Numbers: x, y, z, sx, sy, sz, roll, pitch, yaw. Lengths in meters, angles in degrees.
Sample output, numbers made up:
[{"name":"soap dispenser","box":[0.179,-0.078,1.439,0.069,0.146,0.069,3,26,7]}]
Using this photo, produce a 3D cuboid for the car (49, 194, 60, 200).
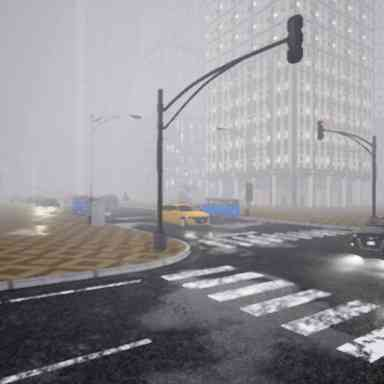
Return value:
[{"name":"car","box":[-34.933,1.308,84.286,1.752,1.417,4.829,1,0,-34]}]

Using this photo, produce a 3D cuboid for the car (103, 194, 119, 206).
[{"name":"car","box":[-13.137,1.280,52.010,2.192,1.841,5.009,1,0,-34]}]

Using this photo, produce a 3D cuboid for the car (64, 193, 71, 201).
[{"name":"car","box":[-25.536,1.176,70.374,2.192,1.841,5.009,1,0,-34]}]

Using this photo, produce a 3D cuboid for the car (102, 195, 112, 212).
[{"name":"car","box":[-11.436,1.497,39.148,1.837,1.490,4.892,0,0,-34]}]

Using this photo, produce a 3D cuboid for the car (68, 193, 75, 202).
[{"name":"car","box":[-22.439,1.453,65.783,1.947,1.339,4.313,1,0,-34]}]

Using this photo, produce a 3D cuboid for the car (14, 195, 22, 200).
[{"name":"car","box":[-41.783,1.329,79.455,1.802,1.307,4.206,1,0,-34]}]

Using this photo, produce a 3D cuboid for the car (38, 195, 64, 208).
[{"name":"car","box":[-20.084,1.494,47.320,1.947,1.339,4.313,1,0,-34]}]

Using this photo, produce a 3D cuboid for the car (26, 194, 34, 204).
[{"name":"car","box":[-29.384,1.433,61.092,1.802,1.307,4.206,1,0,-34]}]

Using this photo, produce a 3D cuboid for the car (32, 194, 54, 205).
[{"name":"car","box":[-23.184,1.453,51.910,2.008,1.369,4.403,1,0,-34]}]

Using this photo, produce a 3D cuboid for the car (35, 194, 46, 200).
[{"name":"car","box":[-38.851,1.304,85.275,1.994,1.385,4.181,0,0,-34]}]

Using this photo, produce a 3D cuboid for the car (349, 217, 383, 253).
[{"name":"car","box":[8.209,1.715,13.392,4.181,1.385,1.994,0,0,-35]}]

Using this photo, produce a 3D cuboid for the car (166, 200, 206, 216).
[{"name":"car","box":[-0.722,1.610,33.663,1.887,1.381,4.507,1,0,-34]}]

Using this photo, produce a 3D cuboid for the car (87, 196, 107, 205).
[{"name":"car","box":[-16.239,1.484,56.600,1.887,1.381,4.507,1,0,-34]}]

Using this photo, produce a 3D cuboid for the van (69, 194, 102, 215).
[{"name":"van","box":[-10.783,1.345,33.548,1.690,1.788,3.998,1,0,-34]}]

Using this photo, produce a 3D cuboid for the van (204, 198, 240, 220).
[{"name":"van","box":[2.454,1.432,29.124,1.690,1.788,3.998,1,0,-34]}]

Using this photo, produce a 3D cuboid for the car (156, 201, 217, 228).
[{"name":"car","box":[-0.723,1.557,23.267,1.882,1.535,5.008,0,0,-34]}]
